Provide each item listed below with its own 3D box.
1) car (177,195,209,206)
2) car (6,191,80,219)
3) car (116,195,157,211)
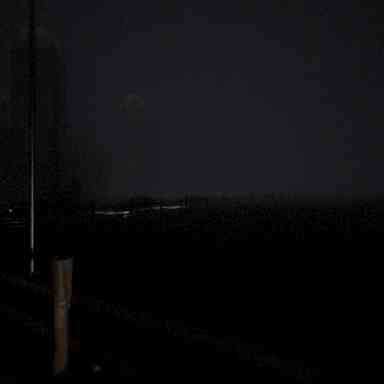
[{"bbox_3d":[0.166,1.050,43.184,1.895,1.301,4.718,1,1,35],"label":"car"},{"bbox_3d":[-11.617,0.960,26.470,2.150,2.045,5.566,1,1,35],"label":"car"},{"bbox_3d":[-5.764,1.071,34.785,1.882,1.535,5.008,1,1,35],"label":"car"}]
